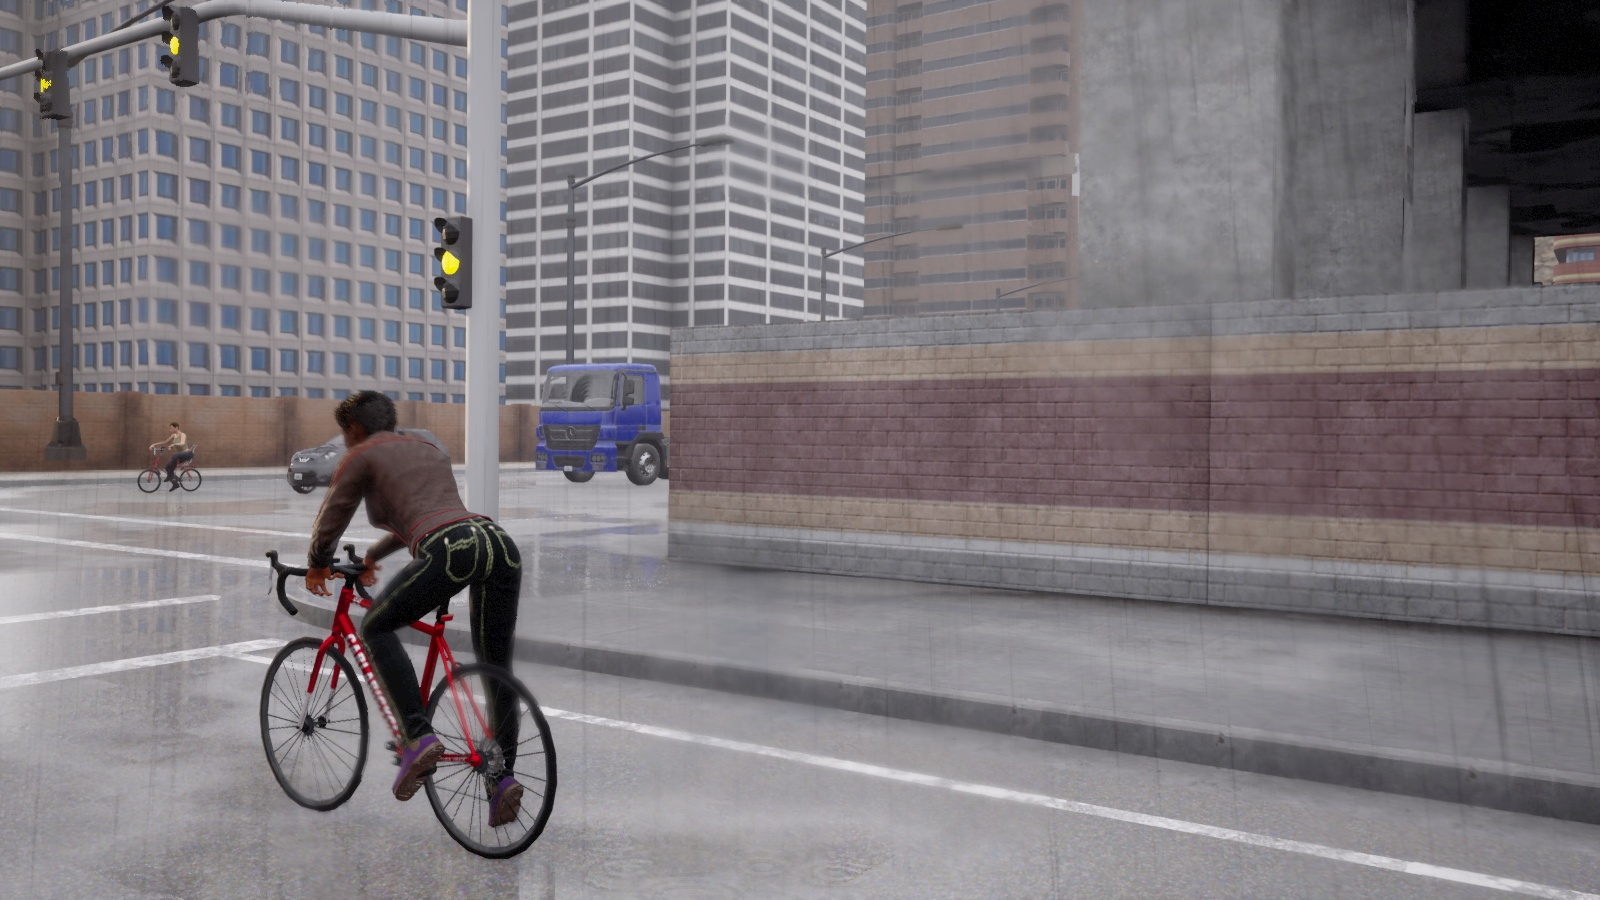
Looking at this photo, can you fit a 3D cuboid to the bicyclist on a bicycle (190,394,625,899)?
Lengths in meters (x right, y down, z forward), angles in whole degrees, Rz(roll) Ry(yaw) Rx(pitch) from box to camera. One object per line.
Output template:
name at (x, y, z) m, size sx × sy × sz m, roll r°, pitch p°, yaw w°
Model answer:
bicyclist on a bicycle at (-1.472, 0.635, 4.599) m, size 1.656 × 1.620 × 0.582 m, roll 0°, pitch 1°, yaw 34°

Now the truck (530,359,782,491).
truck at (-4.016, -0.721, 37.134) m, size 2.891 × 3.462 × 7.936 m, roll 0°, pitch 1°, yaw 34°

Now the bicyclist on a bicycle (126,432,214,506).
bicyclist on a bicycle at (-14.201, 0.410, 28.329) m, size 0.866 × 1.612 × 1.509 m, roll 0°, pitch 1°, yaw 34°

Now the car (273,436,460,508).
car at (-9.798, 0.444, 28.592) m, size 1.845 × 1.501 × 3.633 m, roll 0°, pitch 1°, yaw 34°
